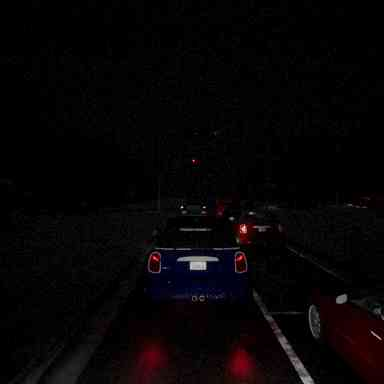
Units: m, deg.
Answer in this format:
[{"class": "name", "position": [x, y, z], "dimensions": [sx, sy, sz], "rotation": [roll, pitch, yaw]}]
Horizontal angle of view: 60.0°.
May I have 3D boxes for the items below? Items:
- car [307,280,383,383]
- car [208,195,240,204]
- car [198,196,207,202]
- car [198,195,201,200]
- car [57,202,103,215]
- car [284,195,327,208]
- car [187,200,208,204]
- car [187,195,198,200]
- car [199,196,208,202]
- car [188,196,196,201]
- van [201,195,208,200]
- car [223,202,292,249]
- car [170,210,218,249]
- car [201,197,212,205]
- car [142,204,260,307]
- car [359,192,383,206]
[{"class": "car", "position": [2.629, 1.581, 3.576], "dimensions": [1.802, 1.307, 4.206], "rotation": [-1, 0, 0]}, {"class": "car", "position": [2.628, 1.323, 25.186], "dimensions": [2.192, 1.841, 5.009], "rotation": [-1, 0, 0]}, {"class": "car", "position": [2.637, 1.664, 83.985], "dimensions": [1.887, 1.381, 4.507], "rotation": [-1, 0, 0]}, {"class": "car", "position": [2.631, 1.366, 56.953], "dimensions": [2.192, 1.841, 5.009], "rotation": [-1, 0, 0]}, {"class": "car", "position": [-12.458, 1.826, 36.926], "dimensions": [4.902, 1.511, 2.128], "rotation": [-2, 1, 1]}, {"class": "car", "position": [13.575, 1.132, 39.883], "dimensions": [4.892, 1.490, 1.837], "rotation": [-1, 1, 0]}, {"class": "car", "position": [0.105, 1.572, 25.477], "dimensions": [1.994, 1.385, 4.181], "rotation": [0, 0, -1]}, {"class": "car", "position": [0.112, 1.550, 60.813], "dimensions": [2.128, 1.511, 4.902], "rotation": [0, 0, 0]}, {"class": "car", "position": [2.636, 1.654, 78.579], "dimensions": [2.008, 1.369, 4.403], "rotation": [-1, 0, 0]}, {"class": "car", "position": [0.010, 1.648, 85.411], "dimensions": [1.812, 1.442, 4.674], "rotation": [0, 0, 0]}, {"class": "van", "position": [2.631, 1.382, 51.547], "dimensions": [1.690, 1.788, 3.998], "rotation": [-1, 0, 0]}, {"class": "car", "position": [2.629, 1.441, 14.381], "dimensions": [1.967, 1.590, 4.097], "rotation": [-1, 0, 0]}, {"class": "car", "position": [0.096, 1.603, 15.465], "dimensions": [1.895, 1.301, 4.718], "rotation": [0, 0, 0]}, {"class": "car", "position": [2.635, 1.645, 62.359], "dimensions": [1.802, 1.307, 4.206], "rotation": [-1, 0, 0]}, {"class": "car", "position": [0.070, 1.352, 8.130], "dimensions": [2.097, 1.767, 4.553], "rotation": [0, 0, -1]}, {"class": "car", "position": [22.527, 0.764, 39.884], "dimensions": [4.553, 1.767, 2.097], "rotation": [-1, 1, 0]}]
